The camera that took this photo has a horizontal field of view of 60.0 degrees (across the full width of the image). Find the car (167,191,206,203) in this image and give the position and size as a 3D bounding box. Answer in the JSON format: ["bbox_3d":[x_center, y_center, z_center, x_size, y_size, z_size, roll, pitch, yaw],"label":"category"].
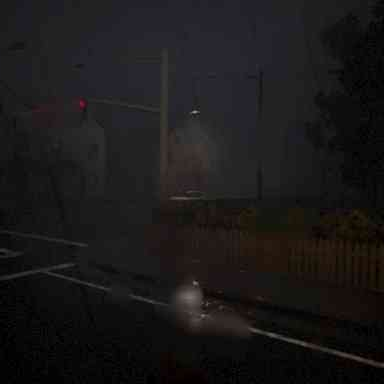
[{"bbox_3d":[-0.579,0.907,35.212,2.150,2.045,5.566,1,1,35],"label":"car"}]

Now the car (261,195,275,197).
[{"bbox_3d":[12.055,1.198,53.303,1.837,1.490,4.892,1,0,35],"label":"car"}]
